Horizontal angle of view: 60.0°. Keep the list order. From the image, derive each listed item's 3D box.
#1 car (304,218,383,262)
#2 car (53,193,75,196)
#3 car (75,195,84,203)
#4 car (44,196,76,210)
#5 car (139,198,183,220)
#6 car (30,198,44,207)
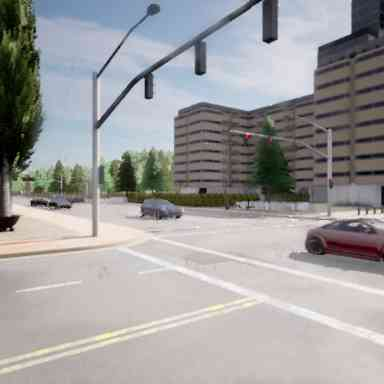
[{"bbox_3d":[5.957,1.605,11.242,1.994,1.385,4.181,0,0,-36],"label":"car"},{"bbox_3d":[-22.023,1.270,55.887,2.150,2.045,5.566,0,0,-36],"label":"car"},{"bbox_3d":[-25.112,1.433,72.190,2.097,1.767,4.553,0,0,-36],"label":"car"},{"bbox_3d":[-17.134,1.588,43.100,2.033,1.411,5.357,0,0,-36],"label":"car"},{"bbox_3d":[-2.747,1.405,28.943,2.097,1.767,4.553,0,0,-36],"label":"car"},{"bbox_3d":[-24.865,1.642,53.842,1.895,1.301,4.718,0,0,-36],"label":"car"}]
